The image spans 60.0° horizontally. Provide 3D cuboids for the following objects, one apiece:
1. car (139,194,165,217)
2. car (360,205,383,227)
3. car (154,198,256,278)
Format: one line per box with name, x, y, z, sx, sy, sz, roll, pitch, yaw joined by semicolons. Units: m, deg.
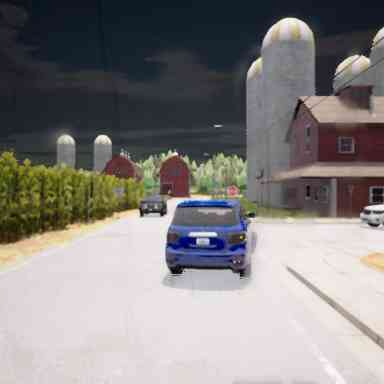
car;-3.575;1.214;31.495;2.150;2.045;5.566;0;0;0
car;13.263;1.190;20.163;5.566;2.045;2.150;0;0;-1
car;0.784;1.223;10.397;2.150;2.045;5.566;-1;0;11
